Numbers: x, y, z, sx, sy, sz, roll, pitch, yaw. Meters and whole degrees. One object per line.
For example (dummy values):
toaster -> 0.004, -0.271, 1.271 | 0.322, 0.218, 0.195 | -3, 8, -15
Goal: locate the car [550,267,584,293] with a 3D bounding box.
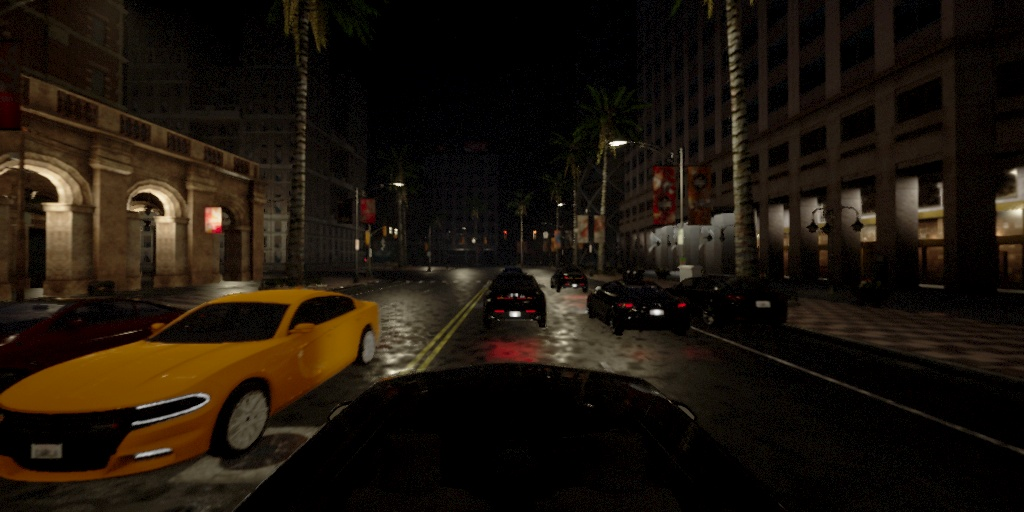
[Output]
car -> 3.538, 1.452, 22.745 | 1.837, 1.490, 4.892 | 0, -1, 0

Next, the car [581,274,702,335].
car -> 3.578, 1.398, 10.882 | 1.994, 1.385, 4.181 | 0, -1, 0

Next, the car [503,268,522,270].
car -> 0.036, 1.478, 23.337 | 1.812, 1.442, 4.674 | 0, -1, -2

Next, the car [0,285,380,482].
car -> -3.609, 1.261, 5.278 | 1.882, 1.535, 5.008 | 0, -1, 0

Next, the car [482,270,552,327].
car -> 0.073, 1.348, 11.929 | 1.837, 1.490, 4.892 | 0, -1, 0

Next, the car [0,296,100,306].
car -> -7.107, 1.350, 5.540 | 1.994, 1.385, 4.181 | 0, -1, 0
